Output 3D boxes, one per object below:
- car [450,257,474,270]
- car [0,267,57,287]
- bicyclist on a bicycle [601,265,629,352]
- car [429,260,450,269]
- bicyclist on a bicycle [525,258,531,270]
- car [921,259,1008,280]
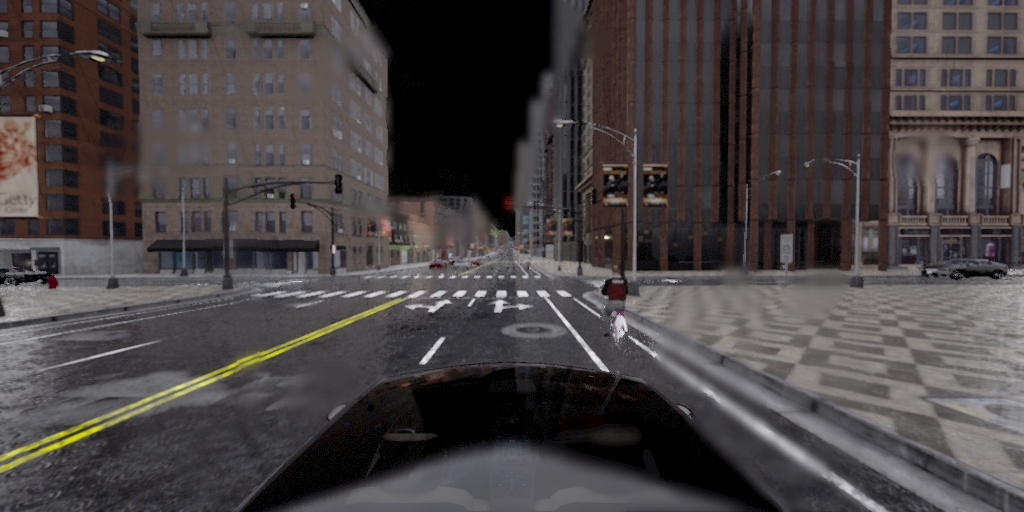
[{"bbox_3d":[-6.780,1.151,49.188,1.895,1.301,4.718,0,0,0],"label":"car"},{"bbox_3d":[-33.870,1.377,24.013,4.718,1.301,1.895,0,1,0],"label":"car"},{"bbox_3d":[2.239,1.090,7.963,0.659,1.776,1.843,0,0,0],"label":"bicyclist on a bicycle"},{"bbox_3d":[-10.029,1.151,49.173,1.895,1.301,4.718,0,0,0],"label":"car"},{"bbox_3d":[2.135,0.999,46.319,0.866,1.612,1.509,0,0,-1],"label":"bicyclist on a bicycle"},{"bbox_3d":[33.042,0.958,26.300,4.902,1.511,2.128,0,1,0],"label":"car"}]
